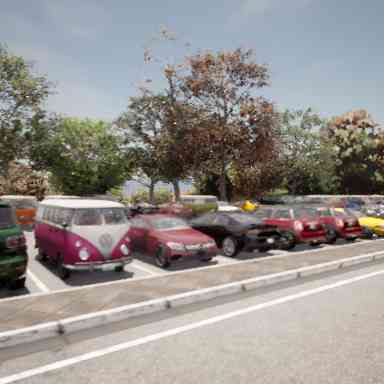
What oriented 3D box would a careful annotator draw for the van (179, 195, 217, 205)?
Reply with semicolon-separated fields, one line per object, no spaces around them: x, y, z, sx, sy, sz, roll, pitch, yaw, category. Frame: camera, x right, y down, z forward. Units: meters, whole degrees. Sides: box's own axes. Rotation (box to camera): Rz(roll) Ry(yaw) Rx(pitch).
0.305;1.292;28.646;1.878;1.987;4.442;0;0;-35;van

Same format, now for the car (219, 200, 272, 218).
4.990;1.549;31.832;2.097;1.535;5.008;0;0;-35;car

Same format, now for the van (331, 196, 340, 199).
14.082;1.386;38.170;1.878;1.987;4.442;0;0;-35;van

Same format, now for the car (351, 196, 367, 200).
18.523;1.643;41.482;2.097;1.535;5.008;0;0;-35;car

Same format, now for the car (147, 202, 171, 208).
-4.036;1.487;25.405;2.097;1.535;5.008;0;0;-35;car

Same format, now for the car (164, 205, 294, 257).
1.186;1.472;13.067;2.097;1.535;5.008;0;0;-35;car

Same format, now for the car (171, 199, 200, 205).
-1.781;1.543;27.015;2.002;1.452;4.674;0;0;-35;car

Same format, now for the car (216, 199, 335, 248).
3.464;1.362;14.657;2.185;1.767;4.553;0;0;-35;car

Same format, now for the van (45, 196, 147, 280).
-3.271;1.215;9.757;1.878;1.987;4.442;0;0;-35;van

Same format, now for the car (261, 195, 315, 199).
9.518;1.329;35.029;2.435;2.045;5.566;0;0;-35;car

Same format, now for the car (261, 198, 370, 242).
5.725;1.378;16.267;2.185;1.767;4.553;0;0;-35;car

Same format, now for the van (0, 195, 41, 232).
-10.875;1.214;20.685;1.878;1.987;4.442;0;0;-35;van

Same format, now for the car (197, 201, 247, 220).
2.627;1.573;30.160;2.002;1.452;4.674;0;0;-35;car

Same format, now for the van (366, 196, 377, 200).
20.859;1.436;43.006;1.878;1.987;4.442;1;0;-36;van

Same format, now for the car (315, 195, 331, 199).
11.775;1.345;36.636;2.435;2.045;5.566;0;0;-35;car

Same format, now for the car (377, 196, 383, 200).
23.020;1.713;44.713;2.163;1.488;4.792;1;0;-35;car

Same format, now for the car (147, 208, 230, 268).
-1.080;1.496;11.463;2.002;1.452;4.674;0;0;-35;car

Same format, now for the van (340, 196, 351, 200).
16.203;1.402;39.967;1.878;1.987;4.442;0;0;-35;van

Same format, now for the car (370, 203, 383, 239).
8.075;1.516;17.751;1.946;1.575;5.366;0;0;-35;car

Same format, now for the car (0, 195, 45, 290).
-5.616;1.174;8.264;2.435;2.045;5.566;0;0;-35;car
